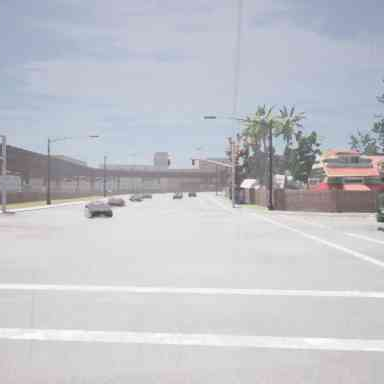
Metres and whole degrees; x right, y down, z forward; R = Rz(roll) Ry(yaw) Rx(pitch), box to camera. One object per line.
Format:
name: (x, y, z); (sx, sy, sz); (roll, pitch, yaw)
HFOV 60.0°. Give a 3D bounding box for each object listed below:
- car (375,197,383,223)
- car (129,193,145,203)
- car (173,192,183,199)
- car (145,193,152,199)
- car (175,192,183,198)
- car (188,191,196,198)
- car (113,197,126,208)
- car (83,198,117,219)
car: (13.784, 1.227, 19.484); (5.566, 2.045, 2.150); (0, 0, -2)
car: (-10.502, 1.177, 62.069); (1.812, 1.442, 4.674); (0, 1, 0)
car: (-3.430, 0.962, 76.841); (1.895, 1.301, 4.718); (0, 1, 0)
car: (-10.430, 0.953, 77.090); (1.895, 1.301, 4.718); (0, 1, 0)
car: (-3.421, 0.708, 87.159); (1.994, 1.385, 4.181); (0, 1, 0)
car: (0.079, 0.518, 86.797); (2.097, 1.767, 4.553); (0, 1, 0)
car: (-10.554, 1.422, 46.298); (1.994, 1.385, 4.181); (0, 1, 0)
car: (-8.423, 1.524, 29.371); (2.033, 1.411, 5.357); (0, 0, -25)
